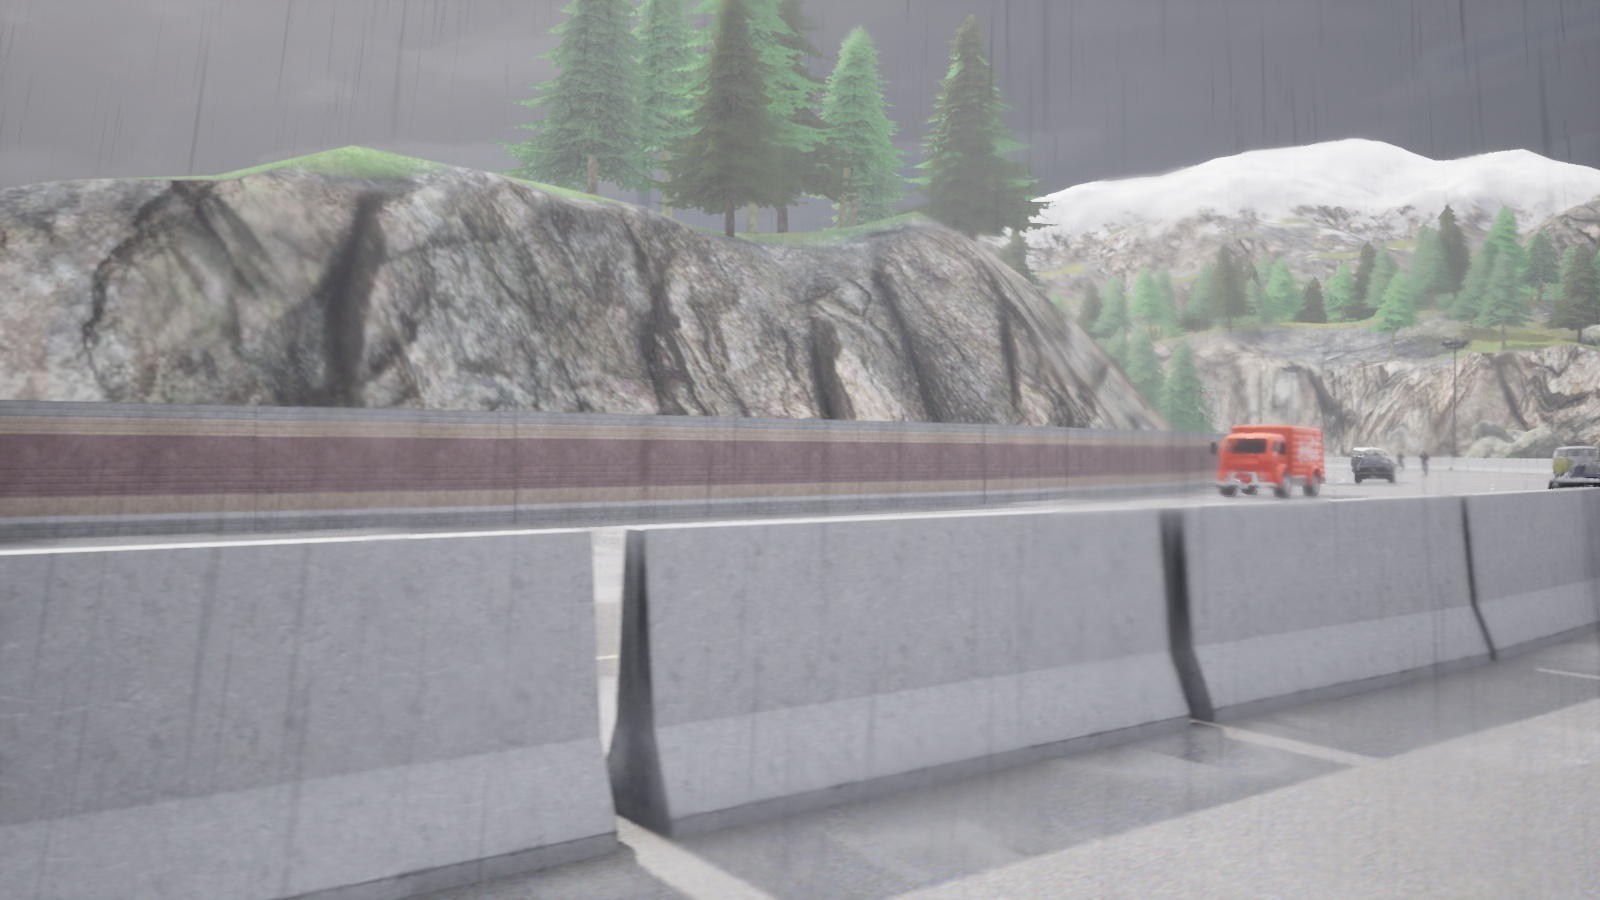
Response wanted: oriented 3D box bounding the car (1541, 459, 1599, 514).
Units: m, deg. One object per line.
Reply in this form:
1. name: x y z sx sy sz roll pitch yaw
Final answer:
1. car: 20.463 0.882 32.051 1.895 1.301 4.718 0 0 41

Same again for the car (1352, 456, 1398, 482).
1. car: 29.459 0.945 64.278 1.895 1.301 4.718 0 0 27

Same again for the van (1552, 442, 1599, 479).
1. van: 44.160 0.583 71.351 1.775 1.987 4.442 0 0 22

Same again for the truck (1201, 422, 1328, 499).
1. truck: 16.064 0.333 43.289 2.627 2.467 5.204 0 0 38
